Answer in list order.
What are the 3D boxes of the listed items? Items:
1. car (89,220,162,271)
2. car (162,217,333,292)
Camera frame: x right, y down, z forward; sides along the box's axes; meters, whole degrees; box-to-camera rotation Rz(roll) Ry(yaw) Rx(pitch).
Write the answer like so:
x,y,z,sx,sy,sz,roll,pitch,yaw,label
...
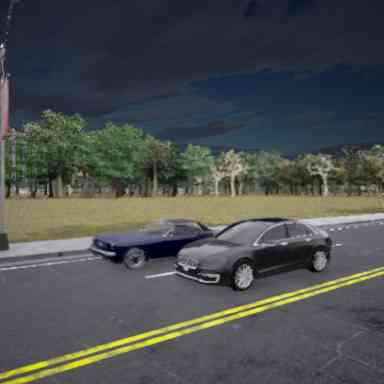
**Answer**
x,y,z,sx,sy,sz,roll,pitch,yaw,label
-0.880,1.585,11.045,4.718,1.301,1.895,0,0,-36,car
1.836,1.487,8.990,4.892,1.490,1.837,0,0,-36,car
